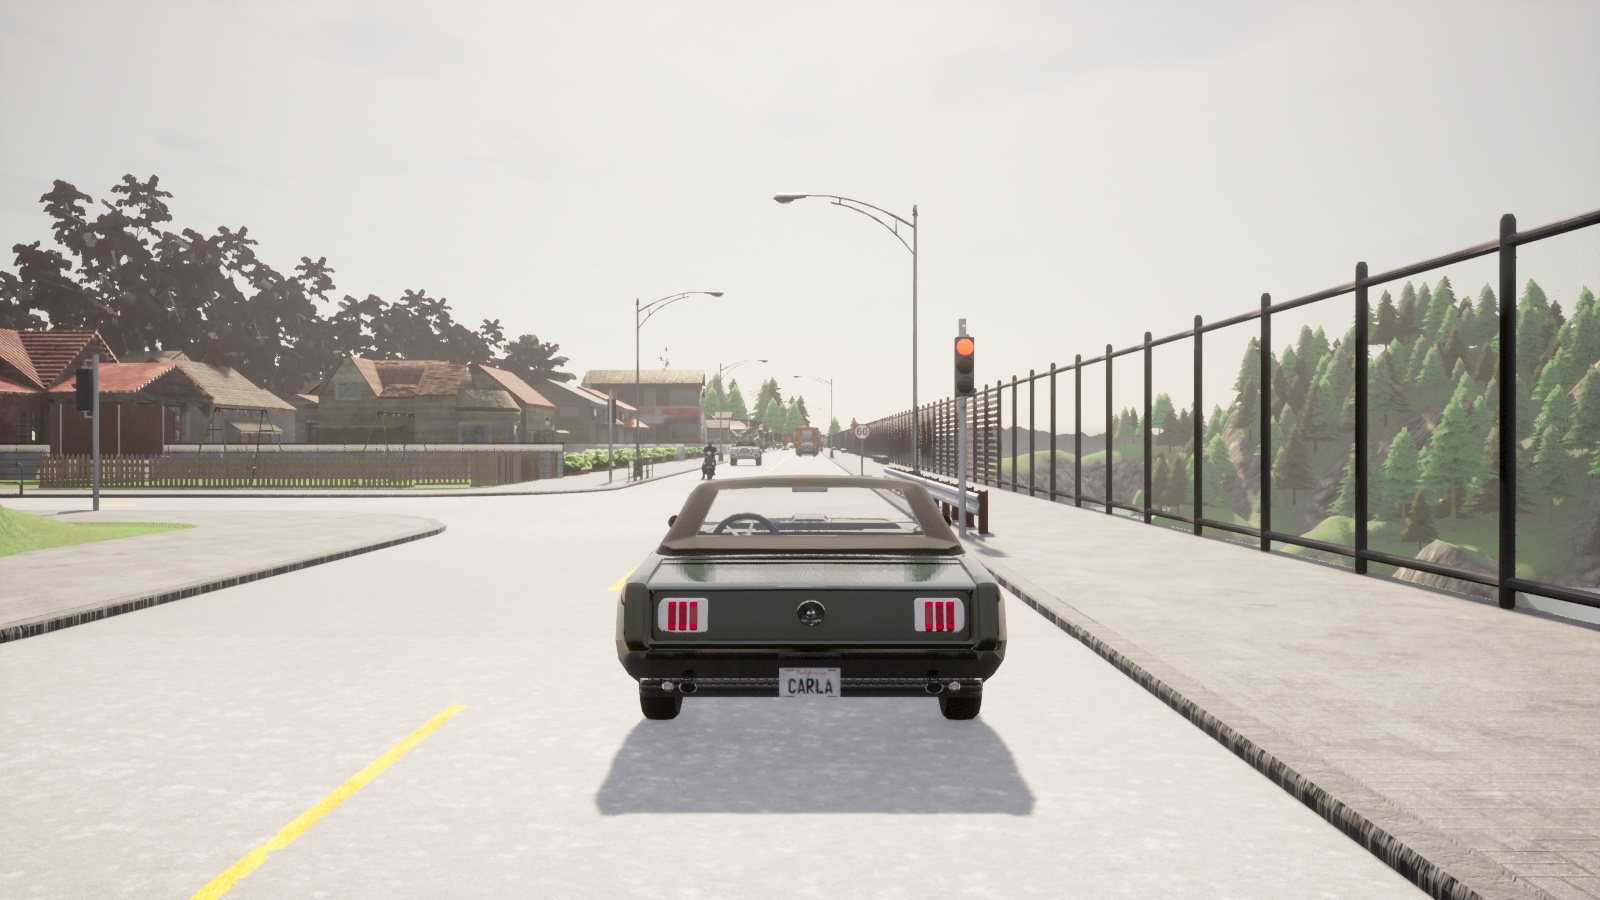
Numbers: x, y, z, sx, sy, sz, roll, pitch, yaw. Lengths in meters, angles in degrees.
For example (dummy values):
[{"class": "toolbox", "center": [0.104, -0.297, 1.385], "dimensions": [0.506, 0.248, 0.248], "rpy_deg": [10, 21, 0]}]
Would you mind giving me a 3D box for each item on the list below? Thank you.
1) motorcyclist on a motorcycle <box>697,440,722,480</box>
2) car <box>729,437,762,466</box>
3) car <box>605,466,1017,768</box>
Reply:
[{"class": "motorcyclist on a motorcycle", "center": [-3.688, 0.407, 51.439], "dimensions": [0.866, 1.590, 1.817], "rpy_deg": [0, 0, 0]}, {"class": "car", "center": [-3.511, 0.097, 82.000], "dimensions": [1.932, 1.855, 4.605], "rpy_deg": [0, 0, 0]}, {"class": "car", "center": [0.062, 0.801, 8.138], "dimensions": [1.895, 1.301, 4.718], "rpy_deg": [0, 0, 0]}]
